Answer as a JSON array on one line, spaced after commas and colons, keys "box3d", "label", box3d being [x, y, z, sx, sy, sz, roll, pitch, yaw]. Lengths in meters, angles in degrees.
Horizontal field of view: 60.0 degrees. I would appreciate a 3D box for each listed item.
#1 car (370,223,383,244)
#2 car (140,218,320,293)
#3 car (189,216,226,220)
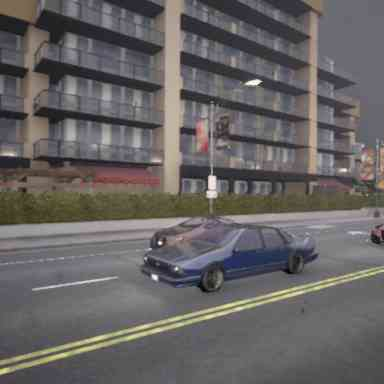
[{"box3d": [10.134, 1.735, 15.457, 4.181, 1.385, 1.994, 1, 0, -35], "label": "car"}, {"box3d": [1.313, 1.611, 9.229, 5.357, 1.411, 2.033, 1, 0, -36], "label": "car"}, {"box3d": [0.502, 1.643, 12.936, 4.181, 1.385, 1.994, 1, 0, -35], "label": "car"}]
